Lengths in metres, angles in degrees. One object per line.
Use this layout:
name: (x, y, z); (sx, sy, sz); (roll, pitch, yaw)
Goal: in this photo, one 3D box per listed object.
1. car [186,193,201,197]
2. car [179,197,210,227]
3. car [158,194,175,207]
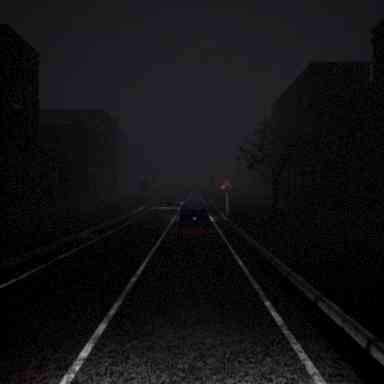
car: (0.192, 0.901, 41.176); (1.812, 1.442, 4.674); (0, 3, 0)
car: (0.154, 1.390, 22.398); (1.882, 1.535, 5.008); (0, 1, 0)
car: (-3.005, 0.970, 40.101); (2.033, 1.411, 5.357); (0, 2, 0)
